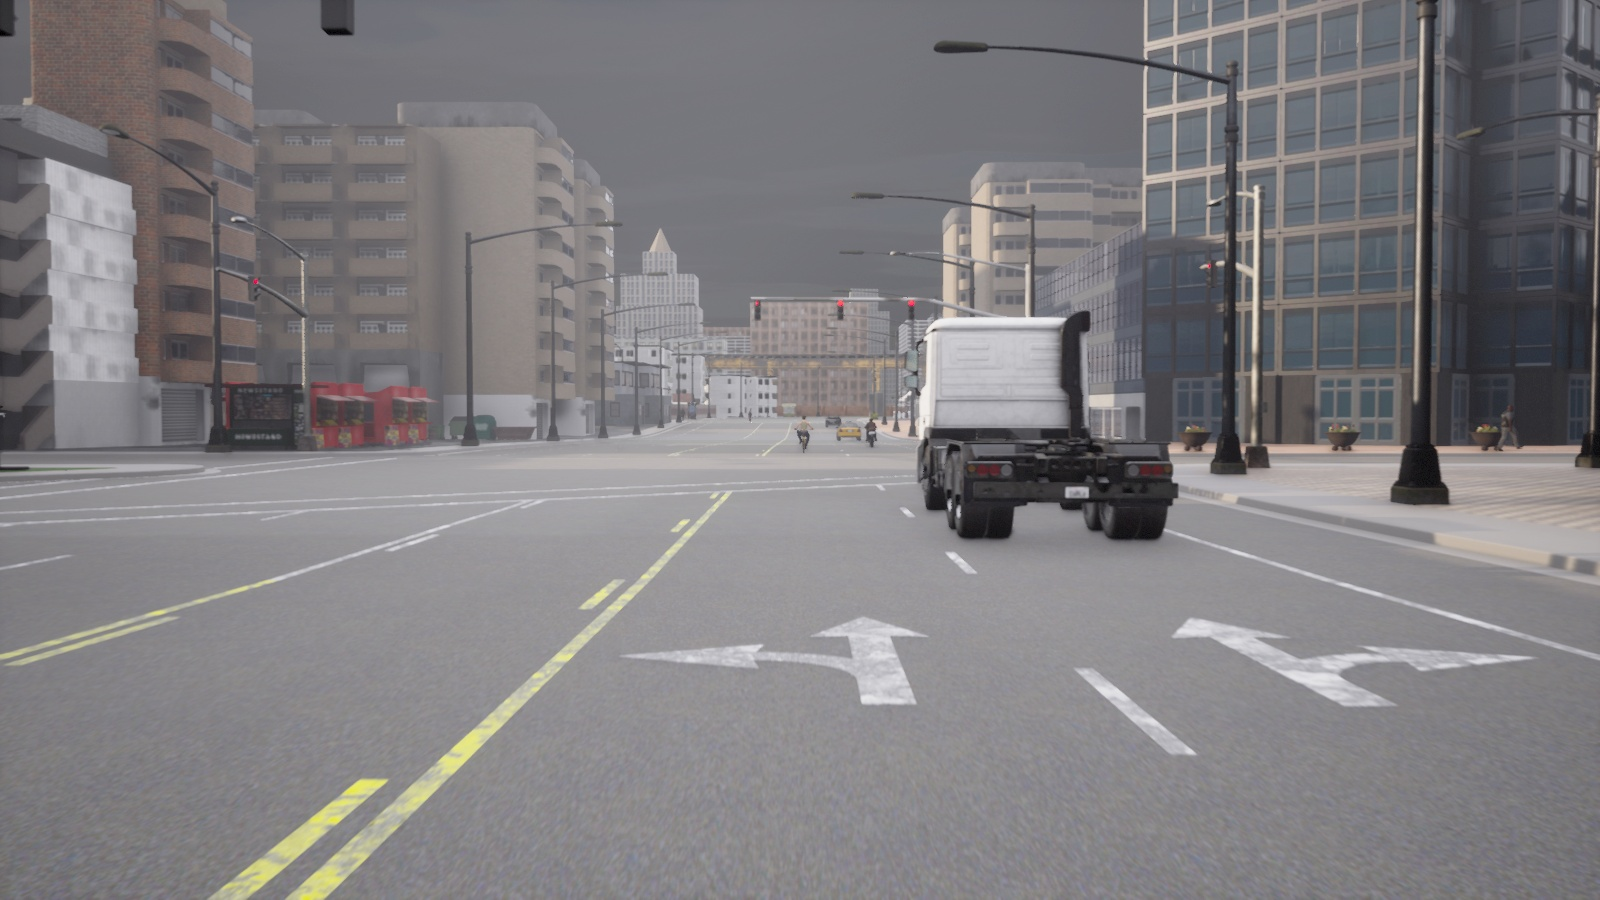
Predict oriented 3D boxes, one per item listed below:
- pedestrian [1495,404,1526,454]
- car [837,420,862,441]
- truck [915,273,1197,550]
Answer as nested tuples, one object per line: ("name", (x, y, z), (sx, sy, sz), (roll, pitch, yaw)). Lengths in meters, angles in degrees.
("pedestrian", (27.061, -0.808, 47.823), (0.849, 1.883, 0.563), (0, 2, 0))
("car", (3.817, -1.508, 97.468), (1.801, 1.575, 5.366), (0, 1, 0))
("truck", (3.554, -0.595, 19.683), (2.891, 3.462, 7.936), (0, 2, 1))
